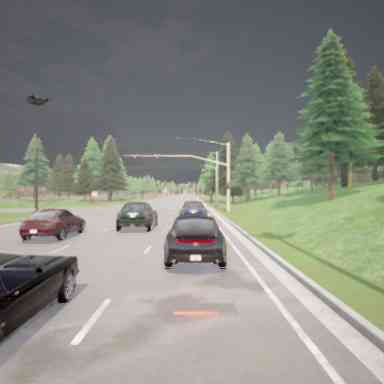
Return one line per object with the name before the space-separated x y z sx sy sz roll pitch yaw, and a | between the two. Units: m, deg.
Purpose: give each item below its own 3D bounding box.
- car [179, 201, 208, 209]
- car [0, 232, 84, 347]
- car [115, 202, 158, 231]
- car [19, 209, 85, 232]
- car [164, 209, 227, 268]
car | 0.096 1.413 24.805 2.097 1.767 4.553 0 0 0
car | -3.401 1.613 5.270 1.895 1.301 4.718 0 0 0
car | -3.403 1.402 21.208 2.097 1.767 4.553 0 0 0
car | -6.902 1.565 16.773 1.812 1.442 4.674 0 0 0
car | 0.099 1.532 11.351 1.837 1.490 4.892 0 0 0
